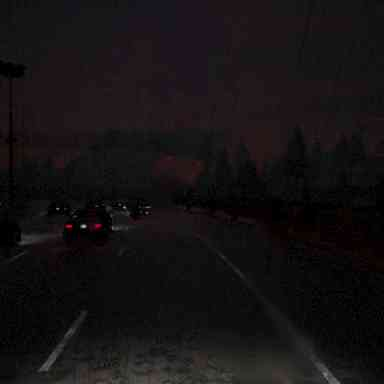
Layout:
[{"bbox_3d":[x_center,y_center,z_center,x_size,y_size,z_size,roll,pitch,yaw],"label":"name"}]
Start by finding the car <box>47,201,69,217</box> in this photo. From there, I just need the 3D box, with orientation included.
[{"bbox_3d":[-12.244,1.489,30.701,2.033,1.411,5.357,0,0,-19],"label":"car"}]

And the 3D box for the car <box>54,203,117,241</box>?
[{"bbox_3d":[-5.019,1.498,16.485,2.033,1.411,5.357,0,0,-10],"label":"car"}]

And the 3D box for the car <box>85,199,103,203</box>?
[{"bbox_3d":[-10.637,1.487,36.201,1.994,1.385,4.181,0,0,-21],"label":"car"}]

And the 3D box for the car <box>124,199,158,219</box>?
[{"bbox_3d":[-4.132,1.403,27.845,2.128,1.511,4.902,0,0,-17],"label":"car"}]

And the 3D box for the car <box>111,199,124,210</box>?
[{"bbox_3d":[-8.685,1.504,40.715,1.895,1.301,4.718,0,0,-23],"label":"car"}]

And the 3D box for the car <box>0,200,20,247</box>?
[{"bbox_3d":[-7.924,1.325,11.829,2.097,1.767,4.553,0,0,-7],"label":"car"}]
